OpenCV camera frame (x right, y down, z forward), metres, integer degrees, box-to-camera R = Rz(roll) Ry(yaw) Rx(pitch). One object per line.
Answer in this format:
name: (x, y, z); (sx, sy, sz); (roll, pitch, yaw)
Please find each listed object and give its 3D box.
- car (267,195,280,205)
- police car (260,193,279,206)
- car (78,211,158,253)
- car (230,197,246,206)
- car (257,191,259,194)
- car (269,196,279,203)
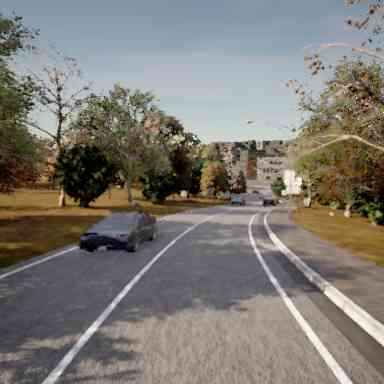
car: (16.115, 1.466, 65.636); (2.097, 1.767, 4.553); (1, 0, 16)
police car: (13.085, 1.527, 56.087); (1.930, 1.638, 5.238); (2, 0, 19)
car: (-2.717, 1.492, 13.727); (2.033, 1.411, 5.357); (1, 0, 6)
car: (7.549, 1.503, 54.090); (2.033, 1.411, 5.357); (2, 0, 19)
car: (19.745, 1.055, 90.514); (1.812, 1.442, 4.674); (0, 3, 4)
car: (17.680, 1.588, 71.612); (1.882, 1.535, 5.008); (1, 0, 13)
